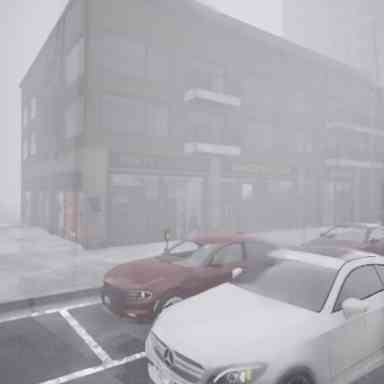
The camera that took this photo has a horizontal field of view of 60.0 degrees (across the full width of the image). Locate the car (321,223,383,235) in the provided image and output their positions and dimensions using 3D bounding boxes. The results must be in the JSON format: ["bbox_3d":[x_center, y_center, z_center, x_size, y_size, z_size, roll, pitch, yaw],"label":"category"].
[{"bbox_3d":[4.929,1.615,10.028,4.206,1.307,1.802,0,0,-35],"label":"car"}]

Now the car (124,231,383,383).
[{"bbox_3d":[1.650,1.539,4.563,4.674,1.442,1.812,0,0,-35],"label":"car"}]

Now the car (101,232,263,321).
[{"bbox_3d":[0.426,1.559,6.827,4.507,1.381,1.887,0,0,-35],"label":"car"}]
